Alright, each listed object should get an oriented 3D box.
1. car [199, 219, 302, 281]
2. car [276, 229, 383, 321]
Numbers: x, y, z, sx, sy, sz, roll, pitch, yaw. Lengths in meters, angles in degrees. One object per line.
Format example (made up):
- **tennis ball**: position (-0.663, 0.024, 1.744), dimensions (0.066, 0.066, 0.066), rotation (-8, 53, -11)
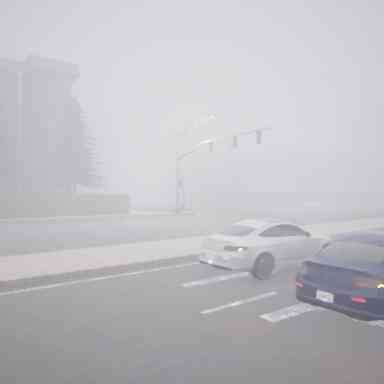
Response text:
- **car**: position (2.331, 1.515, 9.830), dimensions (4.674, 1.442, 1.812), rotation (0, 0, -36)
- **car**: position (3.988, 1.515, 6.702), dimensions (4.674, 1.442, 1.812), rotation (0, 0, -36)
